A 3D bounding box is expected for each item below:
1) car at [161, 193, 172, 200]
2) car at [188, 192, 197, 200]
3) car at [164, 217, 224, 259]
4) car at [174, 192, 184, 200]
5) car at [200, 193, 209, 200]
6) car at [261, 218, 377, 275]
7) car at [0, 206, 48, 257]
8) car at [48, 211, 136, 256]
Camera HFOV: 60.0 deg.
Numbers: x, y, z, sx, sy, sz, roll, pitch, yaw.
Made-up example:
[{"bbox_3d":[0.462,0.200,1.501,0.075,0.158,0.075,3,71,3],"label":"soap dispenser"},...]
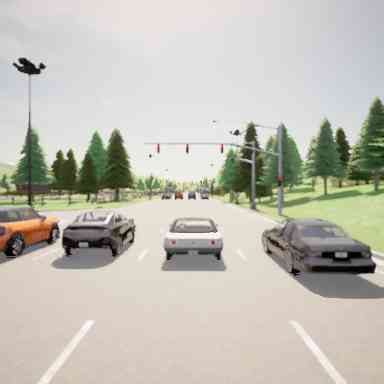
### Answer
[{"bbox_3d":[-6.980,1.199,88.316,2.097,1.767,4.553,0,0,0],"label":"car"},{"bbox_3d":[0.020,1.069,87.957,2.150,2.045,5.566,0,0,0],"label":"car"},{"bbox_3d":[0.065,1.580,12.479,1.895,1.301,4.718,0,0,0],"label":"car"},{"bbox_3d":[-3.480,1.069,87.958,2.150,2.045,5.566,0,0,0],"label":"car"},{"bbox_3d":[3.520,1.369,87.927,2.128,1.511,4.902,0,0,0],"label":"car"},{"bbox_3d":[3.546,1.530,10.375,2.033,1.411,5.357,0,0,0],"label":"car"},{"bbox_3d":[-6.933,1.330,12.909,2.097,1.767,4.553,0,0,0],"label":"car"},{"bbox_3d":[-3.432,1.469,13.021,2.128,1.511,4.902,0,0,0],"label":"car"}]
